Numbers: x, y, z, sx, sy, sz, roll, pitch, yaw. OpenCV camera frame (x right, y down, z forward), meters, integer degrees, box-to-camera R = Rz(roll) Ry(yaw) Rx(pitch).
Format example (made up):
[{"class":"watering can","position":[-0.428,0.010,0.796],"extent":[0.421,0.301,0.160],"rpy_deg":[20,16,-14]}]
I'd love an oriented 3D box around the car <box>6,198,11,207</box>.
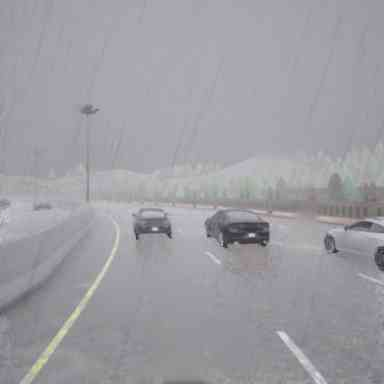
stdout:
[{"class":"car","position":[-32.759,1.813,58.025],"extent":[2.033,1.411,5.357],"rpy_deg":[0,0,-33]}]

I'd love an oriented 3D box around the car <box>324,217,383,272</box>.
[{"class":"car","position":[6.072,1.526,10.653],"extent":[1.812,1.442,4.674],"rpy_deg":[0,0,-7]}]

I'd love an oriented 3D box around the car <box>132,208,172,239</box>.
[{"class":"car","position":[-2.215,1.577,17.878],"extent":[1.812,1.442,4.674],"rpy_deg":[0,0,-12]}]

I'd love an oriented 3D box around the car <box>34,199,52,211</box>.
[{"class":"car","position":[-19.950,1.712,44.324],"extent":[1.812,1.442,4.674],"rpy_deg":[0,0,-30]}]

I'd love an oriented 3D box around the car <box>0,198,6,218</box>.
[{"class":"car","position":[-14.017,1.331,21.312],"extent":[2.150,2.045,5.566],"rpy_deg":[0,0,-16]}]

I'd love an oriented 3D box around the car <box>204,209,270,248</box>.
[{"class":"car","position":[1.867,1.506,15.126],"extent":[1.882,1.535,5.008],"rpy_deg":[0,0,-10]}]
